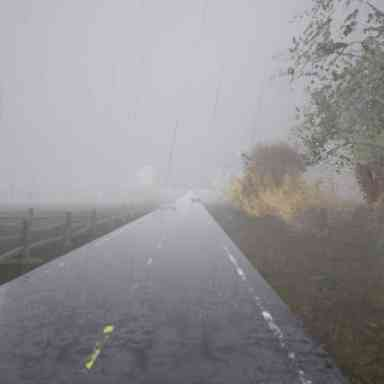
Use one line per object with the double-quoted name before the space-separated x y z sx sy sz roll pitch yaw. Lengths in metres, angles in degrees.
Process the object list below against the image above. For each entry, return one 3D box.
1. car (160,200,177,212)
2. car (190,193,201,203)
"car" -2.834 1.689 40.714 1.895 1.301 4.718 0 0 0
"car" 0.974 1.588 71.898 1.882 1.535 5.008 0 0 0
